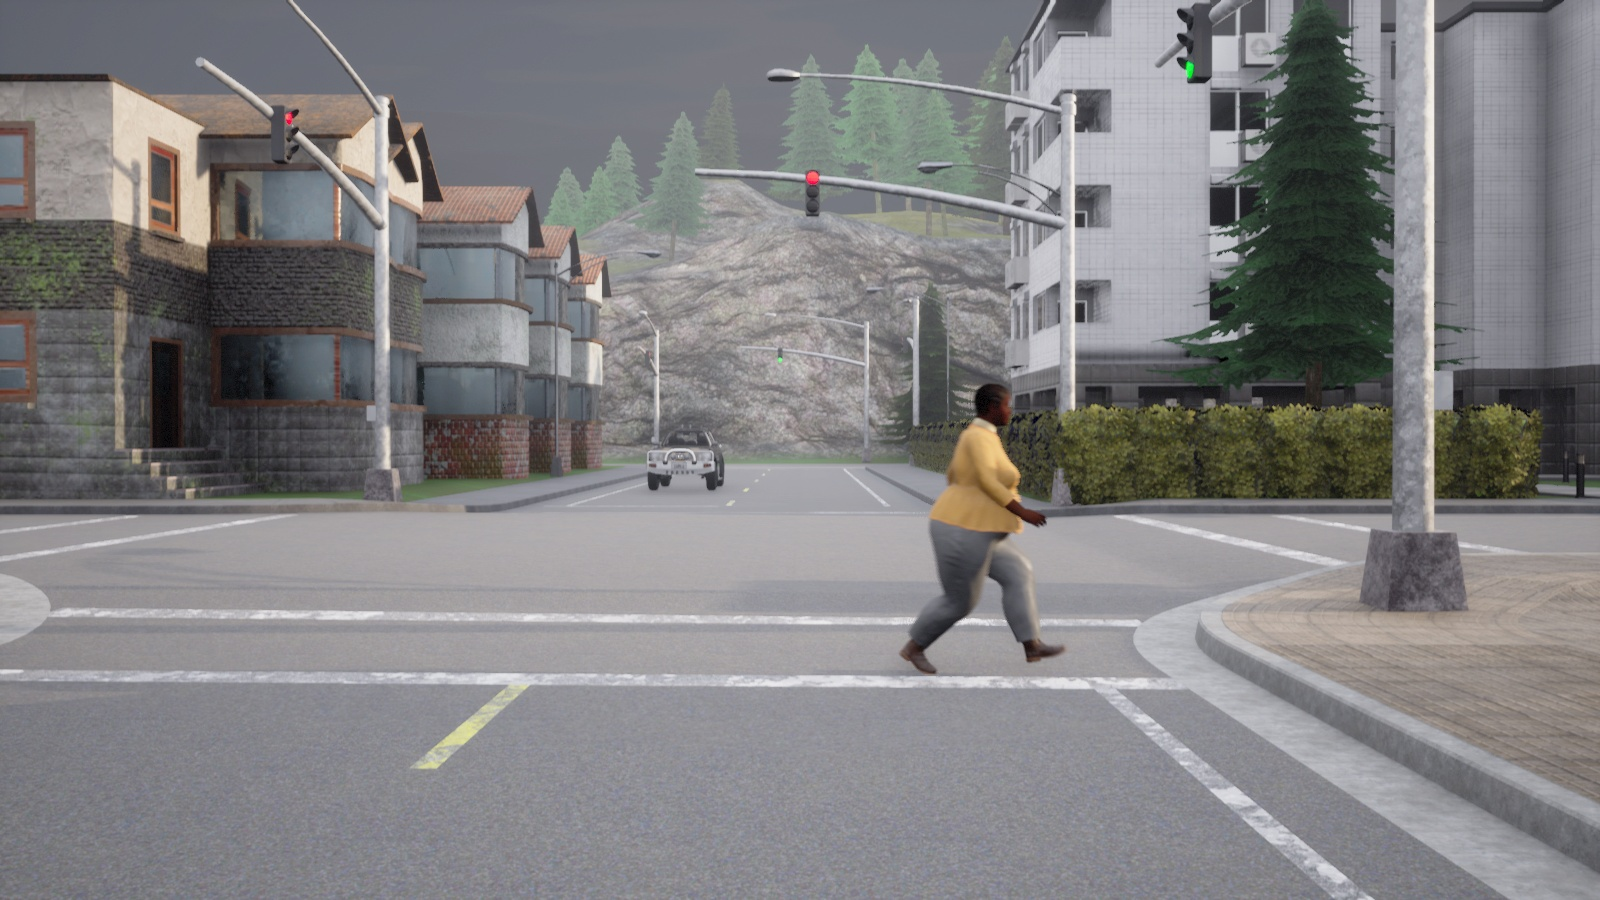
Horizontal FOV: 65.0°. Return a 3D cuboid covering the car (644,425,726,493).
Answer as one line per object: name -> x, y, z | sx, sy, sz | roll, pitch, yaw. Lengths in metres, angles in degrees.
car -> -3.289, 0.218, 36.745 | 1.932, 1.855, 4.605 | 0, 1, 0

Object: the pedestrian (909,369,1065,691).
pedestrian -> 1.175, 0.455, 7.754 | 0.900, 1.855, 0.874 | 0, 1, 12
